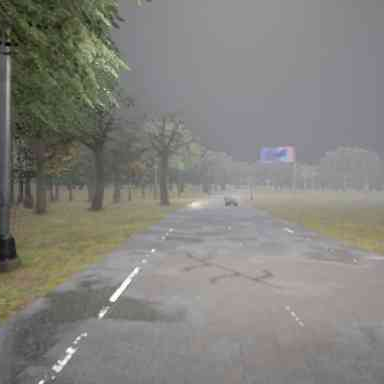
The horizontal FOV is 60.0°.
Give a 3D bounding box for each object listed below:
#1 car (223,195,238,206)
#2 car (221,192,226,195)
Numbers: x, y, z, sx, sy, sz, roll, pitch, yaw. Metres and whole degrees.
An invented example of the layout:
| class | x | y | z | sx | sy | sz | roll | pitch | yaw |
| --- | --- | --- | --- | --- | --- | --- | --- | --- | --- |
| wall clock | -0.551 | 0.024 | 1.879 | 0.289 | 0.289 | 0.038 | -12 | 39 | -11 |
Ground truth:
| class | x | y | z | sx | sy | sz | roll | pitch | yaw |
| --- | --- | --- | --- | --- | --- | --- | --- | --- | --- |
| car | 6.141 | 1.545 | 52.415 | 1.895 | 1.301 | 4.718 | 1 | 0 | 5 |
| car | 7.786 | 1.373 | 71.664 | 1.994 | 1.385 | 4.181 | 1 | 1 | 6 |
